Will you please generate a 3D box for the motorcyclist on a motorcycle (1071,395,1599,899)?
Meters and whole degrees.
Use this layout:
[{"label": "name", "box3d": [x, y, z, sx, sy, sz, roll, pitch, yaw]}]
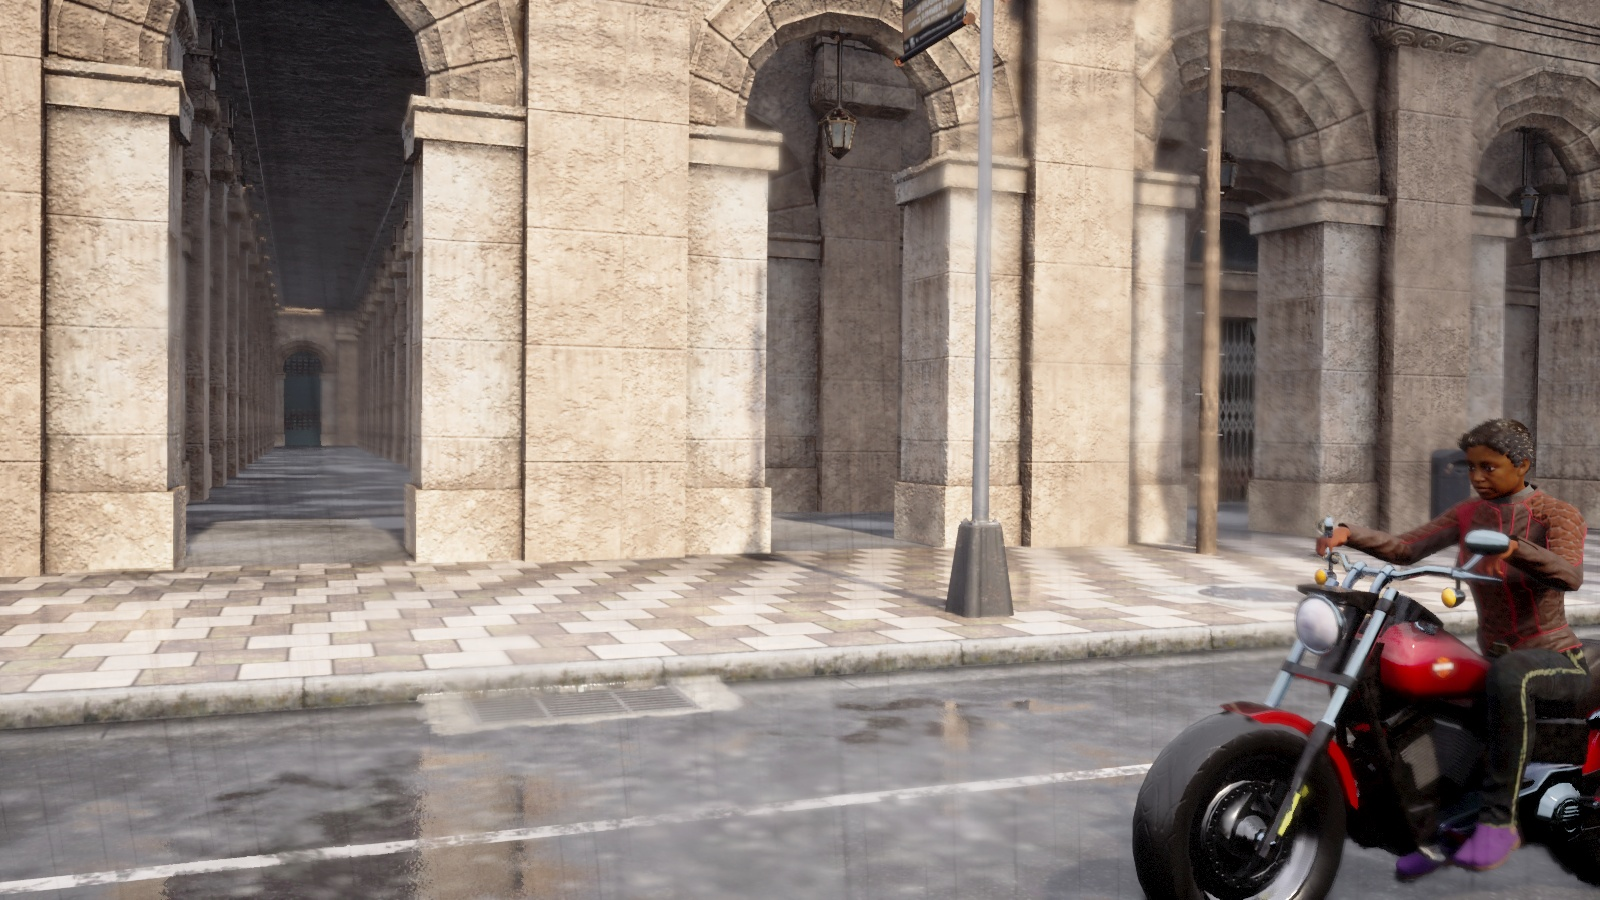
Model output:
[{"label": "motorcyclist on a motorcycle", "box3d": [2.107, 0.660, 4.062, 2.350, 1.649, 0.766, -1, 1, -21]}]
